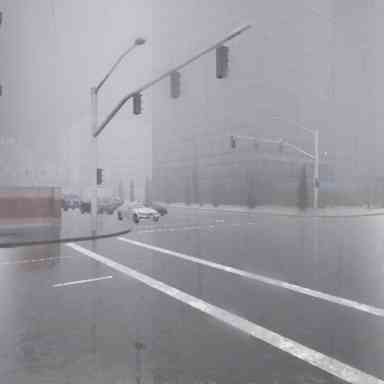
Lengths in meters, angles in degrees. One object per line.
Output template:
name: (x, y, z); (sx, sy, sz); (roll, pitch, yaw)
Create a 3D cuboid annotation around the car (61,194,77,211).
car: (-15.112, 1.221, 41.003); (2.150, 2.045, 5.566); (0, 0, -36)

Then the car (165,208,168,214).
car: (-4.402, 1.547, 32.049); (2.033, 1.411, 5.357); (0, 0, -36)

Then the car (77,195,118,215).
car: (-9.518, 1.352, 33.187); (2.097, 1.767, 4.553); (0, 0, -36)

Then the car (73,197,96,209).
car: (-15.406, 1.526, 47.447); (1.812, 1.442, 4.674); (0, 0, -35)

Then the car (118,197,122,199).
car: (-9.779, 1.352, 39.563); (2.097, 1.767, 4.553); (0, 0, -36)

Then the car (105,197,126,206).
car: (-13.048, 1.526, 56.497); (1.812, 1.442, 4.674); (0, 0, -36)

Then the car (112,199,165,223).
car: (-4.294, 1.526, 25.887); (1.812, 1.442, 4.674); (0, 0, -36)

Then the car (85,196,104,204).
car: (-19.014, 1.492, 64.832); (2.128, 1.511, 4.902); (0, 0, -36)
